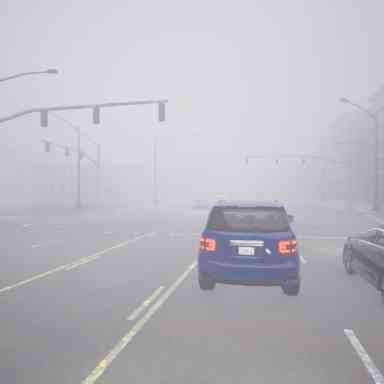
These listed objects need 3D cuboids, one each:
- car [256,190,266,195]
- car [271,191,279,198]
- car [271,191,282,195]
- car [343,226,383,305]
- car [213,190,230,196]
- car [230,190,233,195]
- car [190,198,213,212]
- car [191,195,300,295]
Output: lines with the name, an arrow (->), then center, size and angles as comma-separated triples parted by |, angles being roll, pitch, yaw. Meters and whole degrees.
car -> 15.636, 0.904, 75.482 | 1.994, 1.385, 4.181 | 0, 1, 11
car -> 21.057, 0.609, 84.593 | 1.837, 1.490, 4.892 | 0, 1, 11
car -> 19.059, 0.707, 74.747 | 2.097, 1.767, 4.553 | 0, 1, 11
car -> 4.822, 1.492, 7.464 | 2.128, 1.511, 4.902 | 0, 0, 11
car -> 4.918, 0.916, 58.276 | 2.150, 2.045, 5.566 | 0, 1, 12
car -> 7.490, 0.698, 70.538 | 2.150, 2.045, 5.566 | 0, 1, 11
car -> 1.176, 1.490, 39.410 | 2.033, 1.411, 5.357 | 0, 0, 9
car -> 1.562, 1.221, 9.002 | 2.150, 2.045, 5.566 | 0, 0, 11
